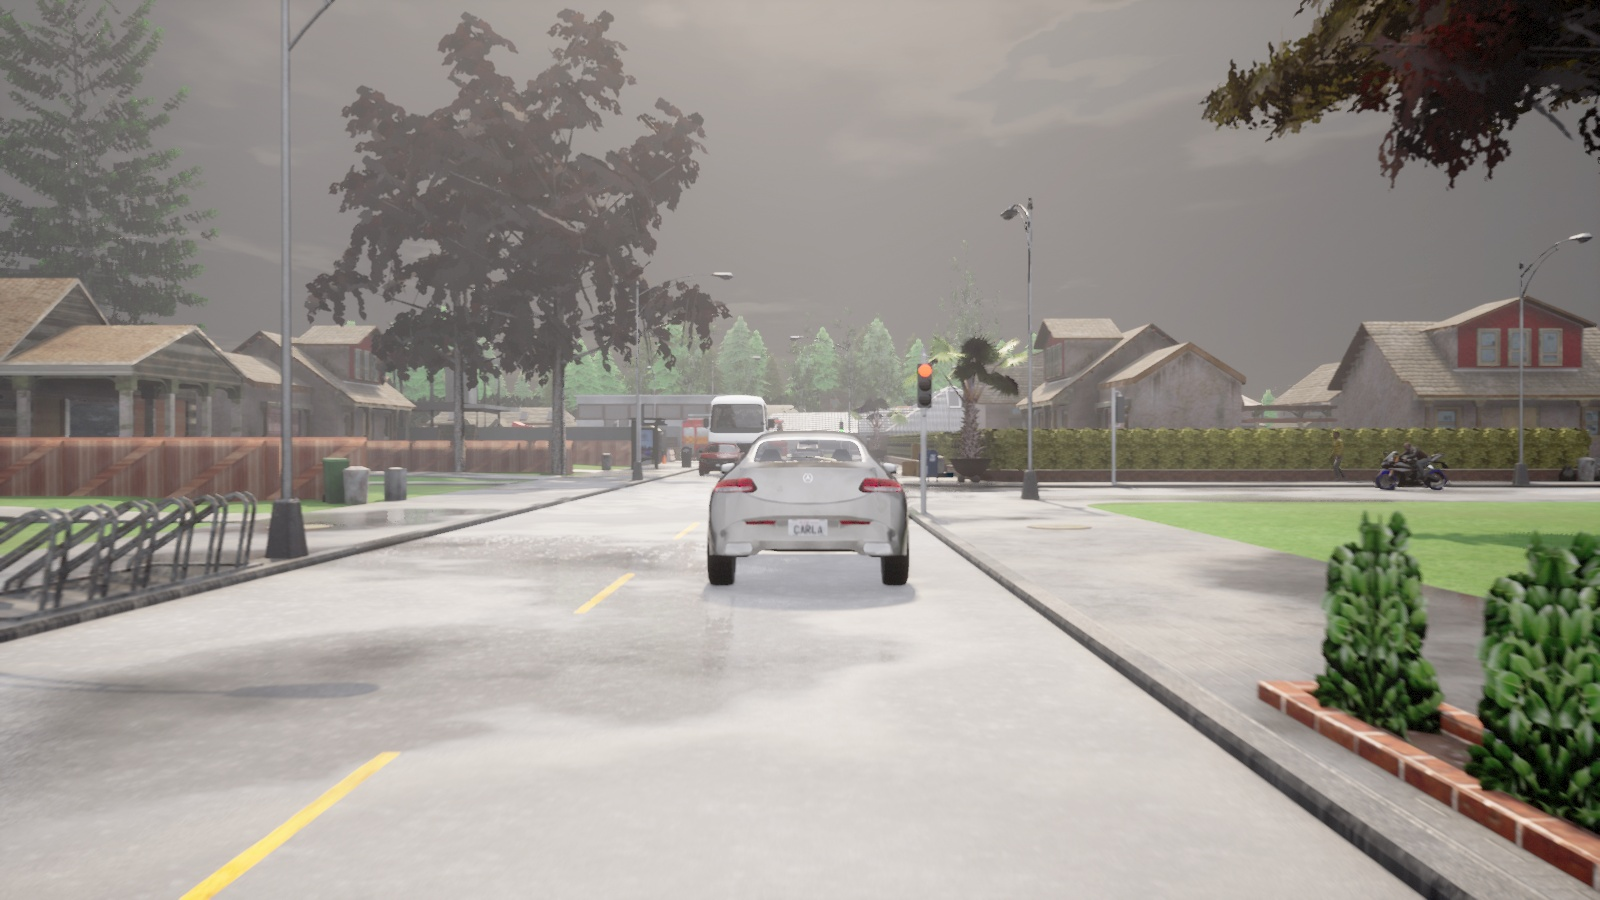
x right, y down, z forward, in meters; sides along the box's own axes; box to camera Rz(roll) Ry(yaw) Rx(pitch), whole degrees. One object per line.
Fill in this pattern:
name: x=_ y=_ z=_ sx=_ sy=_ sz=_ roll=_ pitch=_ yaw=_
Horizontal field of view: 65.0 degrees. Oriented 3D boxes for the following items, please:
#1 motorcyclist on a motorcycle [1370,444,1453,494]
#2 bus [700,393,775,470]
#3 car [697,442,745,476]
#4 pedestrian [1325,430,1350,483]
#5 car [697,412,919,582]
motorcyclist on a motorcycle: x=19.071 y=0.576 z=39.193 sx=2.191 sy=1.530 sz=0.866 roll=0 pitch=0 yaw=0
bus: x=-3.543 y=-1.052 z=74.286 sx=3.944 sy=4.253 sz=10.273 roll=0 pitch=0 yaw=0
car: x=-3.647 y=0.391 z=58.590 sx=1.882 sy=1.535 sz=5.008 roll=0 pitch=0 yaw=0
pedestrian: x=18.946 y=0.222 z=44.258 sx=0.709 sy=1.840 sz=0.431 roll=0 pitch=0 yaw=3
car: x=0.101 y=0.442 z=14.685 sx=2.152 sy=1.651 sz=5.027 roll=0 pitch=0 yaw=1
